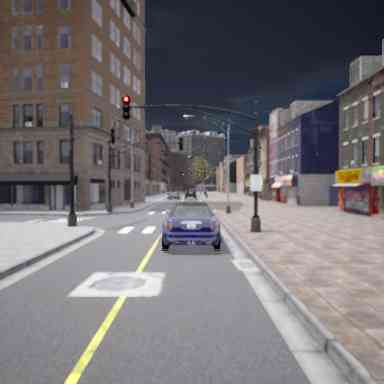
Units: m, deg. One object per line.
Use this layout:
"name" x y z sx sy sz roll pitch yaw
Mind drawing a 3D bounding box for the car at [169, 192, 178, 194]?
"car" -3.055 0.691 57.039 1.994 1.385 4.181 0 1 0

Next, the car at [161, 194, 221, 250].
"car" -0.015 1.142 13.354 2.097 1.767 4.553 0 1 0

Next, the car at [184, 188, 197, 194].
"car" -0.263 0.291 60.892 2.150 2.045 5.566 0 1 0
